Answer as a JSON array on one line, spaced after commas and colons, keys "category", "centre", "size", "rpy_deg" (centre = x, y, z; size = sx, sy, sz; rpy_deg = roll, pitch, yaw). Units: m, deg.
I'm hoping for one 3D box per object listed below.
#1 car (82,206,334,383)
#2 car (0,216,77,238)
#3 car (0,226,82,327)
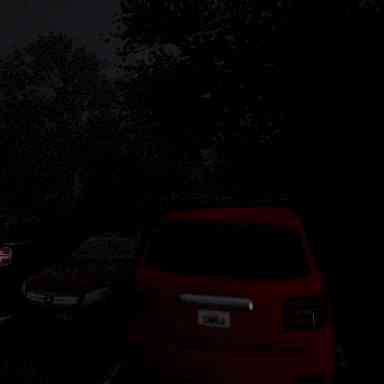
[{"category": "car", "centre": [0.888, 1.245, 5.501], "size": [2.435, 2.045, 5.566], "rpy_deg": [0, -1, 15]}, {"category": "car", "centre": [-3.994, 1.397, 8.853], "size": [2.185, 1.767, 4.553], "rpy_deg": [0, -1, 15]}, {"category": "car", "centre": [-1.541, 1.549, 7.180], "size": [2.002, 1.452, 4.674], "rpy_deg": [0, -1, 15]}]
